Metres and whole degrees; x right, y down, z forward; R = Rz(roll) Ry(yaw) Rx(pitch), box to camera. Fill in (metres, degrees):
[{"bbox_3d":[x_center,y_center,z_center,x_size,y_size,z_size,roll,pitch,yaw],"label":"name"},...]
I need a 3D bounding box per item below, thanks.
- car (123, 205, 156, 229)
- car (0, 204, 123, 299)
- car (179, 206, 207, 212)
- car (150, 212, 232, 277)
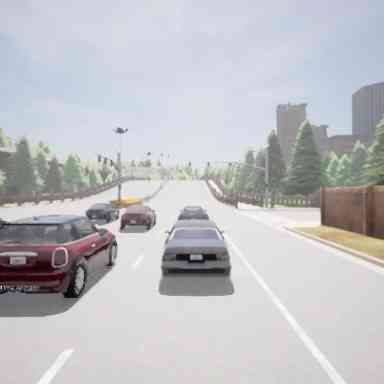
[{"bbox_3d":[-3.410,1.563,21.596,1.812,1.442,4.674,0,0,0],"label":"car"},{"bbox_3d":[-3.405,1.368,8.652,2.097,1.767,4.553,0,0,0],"label":"car"},{"bbox_3d":[0.092,1.604,22.244,1.994,1.385,4.181,0,0,0],"label":"car"},{"bbox_3d":[0.097,1.566,10.240,2.033,1.411,5.357,0,0,0],"label":"car"}]
